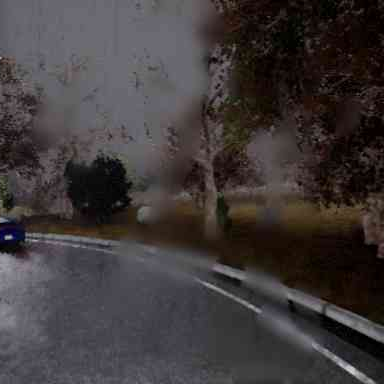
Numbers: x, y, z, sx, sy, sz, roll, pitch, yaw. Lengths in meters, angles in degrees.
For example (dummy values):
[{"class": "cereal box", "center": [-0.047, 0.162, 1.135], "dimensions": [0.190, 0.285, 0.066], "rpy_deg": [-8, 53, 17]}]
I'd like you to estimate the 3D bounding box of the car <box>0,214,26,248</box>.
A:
[{"class": "car", "center": [-9.031, 1.568, 13.668], "dimensions": [5.008, 1.535, 1.882], "rpy_deg": [-1, 0, 29]}]
